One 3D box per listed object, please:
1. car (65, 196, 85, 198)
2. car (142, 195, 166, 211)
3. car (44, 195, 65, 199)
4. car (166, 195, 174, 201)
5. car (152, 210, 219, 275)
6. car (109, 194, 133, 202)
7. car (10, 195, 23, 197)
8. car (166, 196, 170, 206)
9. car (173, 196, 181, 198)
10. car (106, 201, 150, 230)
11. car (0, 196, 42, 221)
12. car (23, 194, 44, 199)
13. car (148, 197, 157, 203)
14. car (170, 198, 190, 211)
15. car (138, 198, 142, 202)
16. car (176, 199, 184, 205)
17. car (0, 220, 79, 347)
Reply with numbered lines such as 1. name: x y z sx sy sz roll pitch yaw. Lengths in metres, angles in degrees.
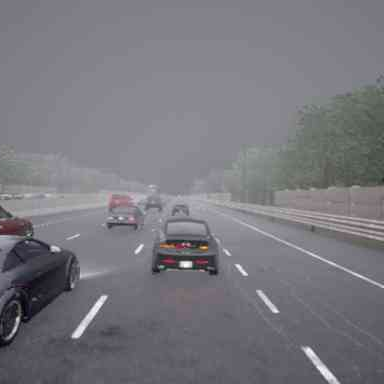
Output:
1. car: -19.544 1.423 57.405 2.033 1.411 5.357 2 -1 -2
2. car: -5.034 1.475 44.853 2.150 2.045 5.566 2 -1 -2
3. car: -23.037 1.219 57.232 1.882 1.535 5.008 2 -1 -2
4. car: -6.731 1.982 88.721 2.150 2.045 5.566 2 -1 -2
5. car: -0.231 1.586 10.775 1.837 1.490 4.892 2 0 -2
6. car: -8.320 1.282 39.326 2.150 2.045 5.566 2 -1 -2
7. car: -30.005 1.088 56.454 1.895 1.301 4.718 2 -1 -2
8. car: -5.808 2.016 64.566 1.812 1.442 4.674 2 -1 -2
9. car: -2.312 2.116 64.708 2.128 1.511 4.902 2 -1 -2
10. car: -4.142 1.574 21.420 2.033 1.411 5.357 2 -1 -2
11. car: -7.246 1.168 11.349 2.097 1.767 4.553 2 0 -2
12. car: -26.533 1.117 57.107 1.837 1.490 4.892 2 0 -2
13. car: -10.159 2.154 86.533 1.994 1.385 4.181 2 -1 -2
14. car: -1.269 1.816 37.740 1.837 1.490 4.892 2 -1 -2
15. car: -9.305 1.919 64.423 1.994 1.385 4.181 2 -1 -2
16. car: -3.015 2.381 82.792 1.994 1.385 4.181 2 -1 -2
17. car: -3.554 1.478 6.135 1.994 1.385 4.181 2 0 -2
